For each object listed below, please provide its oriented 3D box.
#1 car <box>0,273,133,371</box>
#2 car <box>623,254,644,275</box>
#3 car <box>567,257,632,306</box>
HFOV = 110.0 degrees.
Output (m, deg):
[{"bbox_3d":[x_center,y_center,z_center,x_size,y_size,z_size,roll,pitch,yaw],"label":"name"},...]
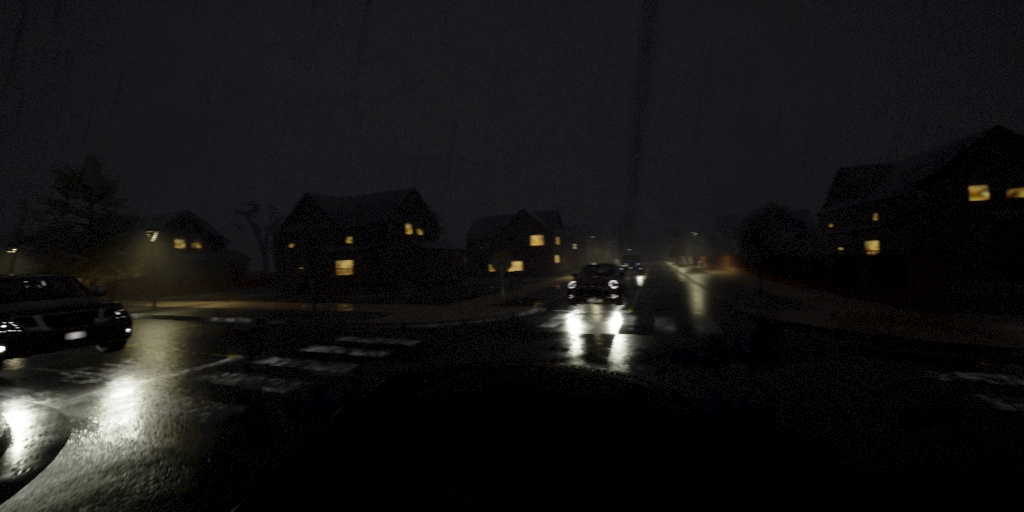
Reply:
[{"bbox_3d":[-11.959,1.453,8.716,5.566,2.045,2.150,-2,0,21],"label":"car"},{"bbox_3d":[12.904,0.849,38.578,2.150,2.045,5.566,-3,-1,22],"label":"car"},{"bbox_3d":[3.786,1.087,15.517,2.097,1.767,4.553,-3,-1,22],"label":"car"}]
